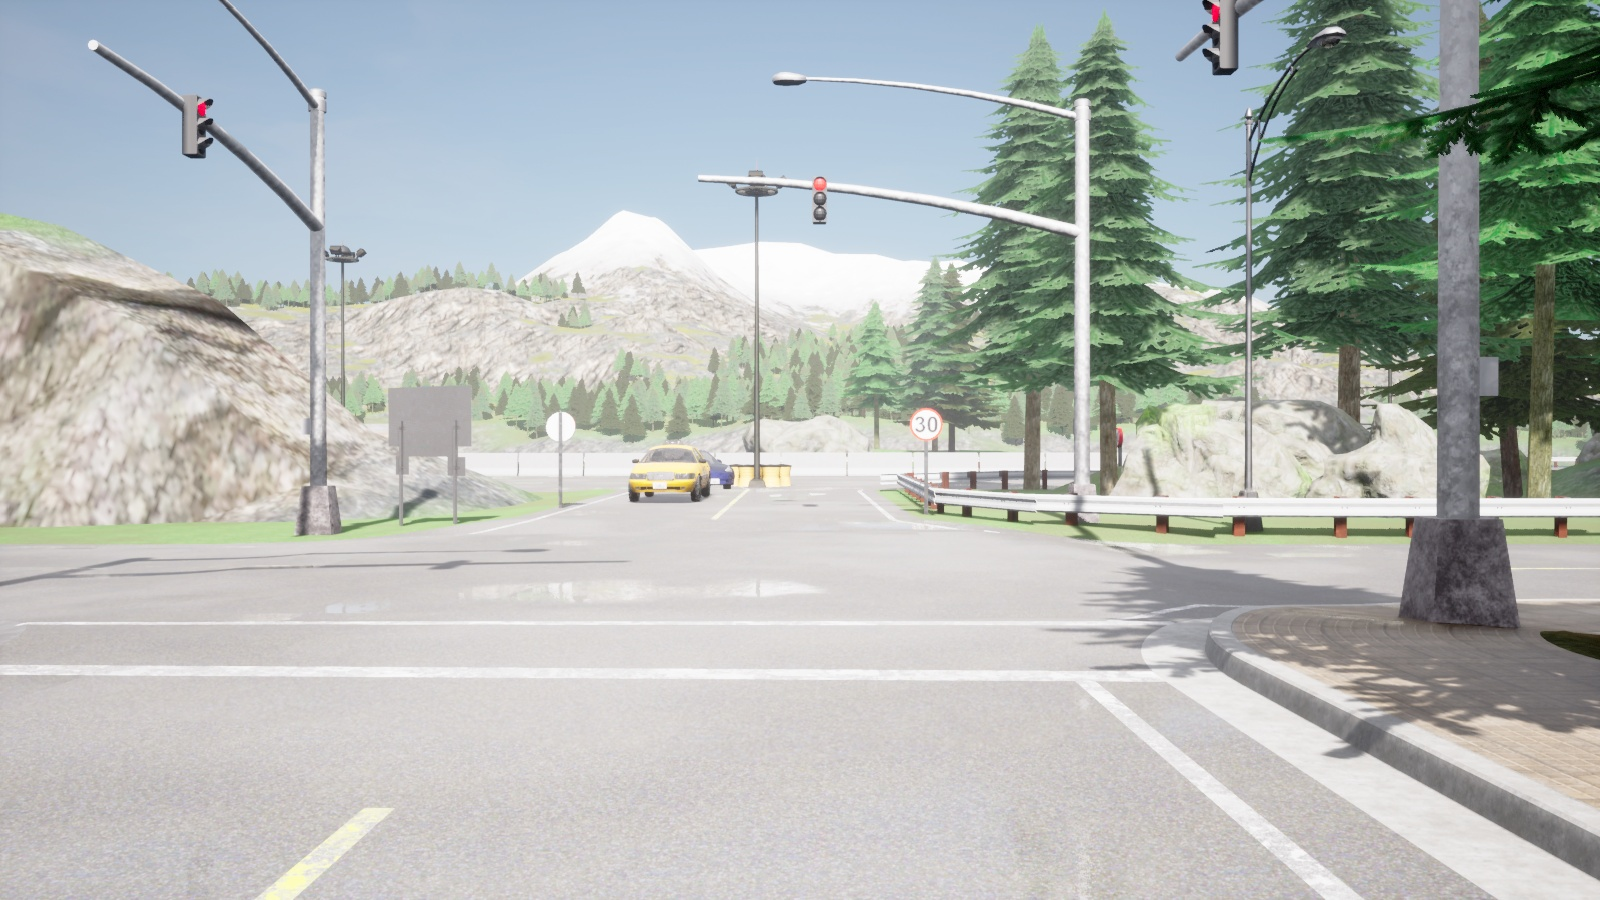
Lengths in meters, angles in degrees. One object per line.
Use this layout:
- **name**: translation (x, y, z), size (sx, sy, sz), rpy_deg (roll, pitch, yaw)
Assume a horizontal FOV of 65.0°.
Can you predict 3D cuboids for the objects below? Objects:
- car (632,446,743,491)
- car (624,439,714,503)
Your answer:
- **car**: translation (-4.000, 0.663, 43.922), size (2.163, 1.488, 4.792), rpy_deg (1, -1, -28)
- **car**: translation (-3.403, 0.494, 33.605), size (1.801, 1.575, 5.366), rpy_deg (0, 0, 1)
